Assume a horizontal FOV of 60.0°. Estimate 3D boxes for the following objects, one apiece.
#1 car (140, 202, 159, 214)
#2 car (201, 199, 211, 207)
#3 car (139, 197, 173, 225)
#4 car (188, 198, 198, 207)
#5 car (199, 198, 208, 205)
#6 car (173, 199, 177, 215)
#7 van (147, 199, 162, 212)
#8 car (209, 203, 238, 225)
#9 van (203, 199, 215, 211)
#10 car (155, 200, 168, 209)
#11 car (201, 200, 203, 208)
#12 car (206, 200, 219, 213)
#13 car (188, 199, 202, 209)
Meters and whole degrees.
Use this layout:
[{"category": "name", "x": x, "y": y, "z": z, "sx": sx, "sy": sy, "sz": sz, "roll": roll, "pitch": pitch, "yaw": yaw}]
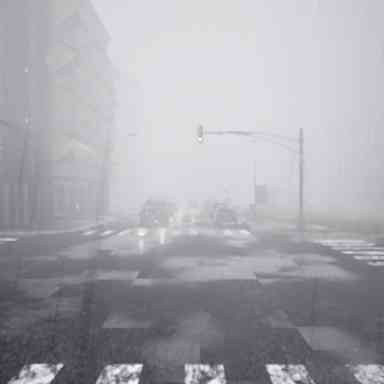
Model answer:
[{"category": "car", "x": -5.602, "y": 2.114, "z": 44.540, "sx": 1.947, "sy": 1.339, "sz": 4.313, "roll": -1, "pitch": -1, "yaw": 0}, {"category": "car", "x": 2.799, "y": 2.239, "z": 67.138, "sx": 1.967, "sy": 1.590, "sz": 4.097, "roll": -1, "pitch": -1, "yaw": 0}, {"category": "car", "x": -3.029, "y": 1.573, "z": 28.094, "sx": 2.150, "sy": 2.045, "sz": 5.566, "roll": 0, "pitch": -1, "yaw": 0}, {"category": "car", "x": 0.179, "y": 2.171, "z": 68.650, "sx": 2.097, "sy": 1.767, "sz": 4.553, "roll": 0, "pitch": -1, "yaw": 0}, {"category": "car", "x": 2.866, "y": 2.422, "z": 84.075, "sx": 1.967, "sy": 1.590, "sz": 4.097, "roll": -1, "pitch": -1, "yaw": 0}, {"category": "car", "x": -3.010, "y": 1.945, "z": 37.883, "sx": 1.882, "sy": 1.535, "sz": 5.008, "roll": 0, "pitch": -1, "yaw": 0}, {"category": "van", "x": -5.593, "y": 1.955, "z": 50.188, "sx": 1.690, "sy": 1.788, "sz": 3.998, "roll": -1, "pitch": -1, "yaw": 0}, {"category": "car", "x": 2.709, "y": 1.887, "z": 27.619, "sx": 1.887, "sy": 1.381, "sz": 4.507, "roll": -1, "pitch": -1, "yaw": 0}, {"category": "van", "x": 2.743, "y": 1.884, "z": 44.558, "sx": 1.690, "sy": 1.788, "sz": 3.998, "roll": -1, "pitch": -1, "yaw": 0}, {"category": "car", "x": -5.566, "y": 2.287, "z": 61.476, "sx": 1.887, "sy": 1.381, "sz": 4.507, "roll": -1, "pitch": -1, "yaw": 0}, {"category": "car", "x": 2.757, "y": 2.153, "z": 50.201, "sx": 1.887, "sy": 1.381, "sz": 4.507, "roll": -1, "pitch": -1, "yaw": 0}, {"category": "car", "x": 2.720, "y": 1.849, "z": 33.266, "sx": 1.967, "sy": 1.590, "sz": 4.097, "roll": -1, "pitch": -1, "yaw": 0}, {"category": "car", "x": 0.229, "y": 2.247, "z": 58.021, "sx": 2.033, "sy": 1.411, "sz": 5.357, "roll": 0, "pitch": -1, "yaw": 0}]
